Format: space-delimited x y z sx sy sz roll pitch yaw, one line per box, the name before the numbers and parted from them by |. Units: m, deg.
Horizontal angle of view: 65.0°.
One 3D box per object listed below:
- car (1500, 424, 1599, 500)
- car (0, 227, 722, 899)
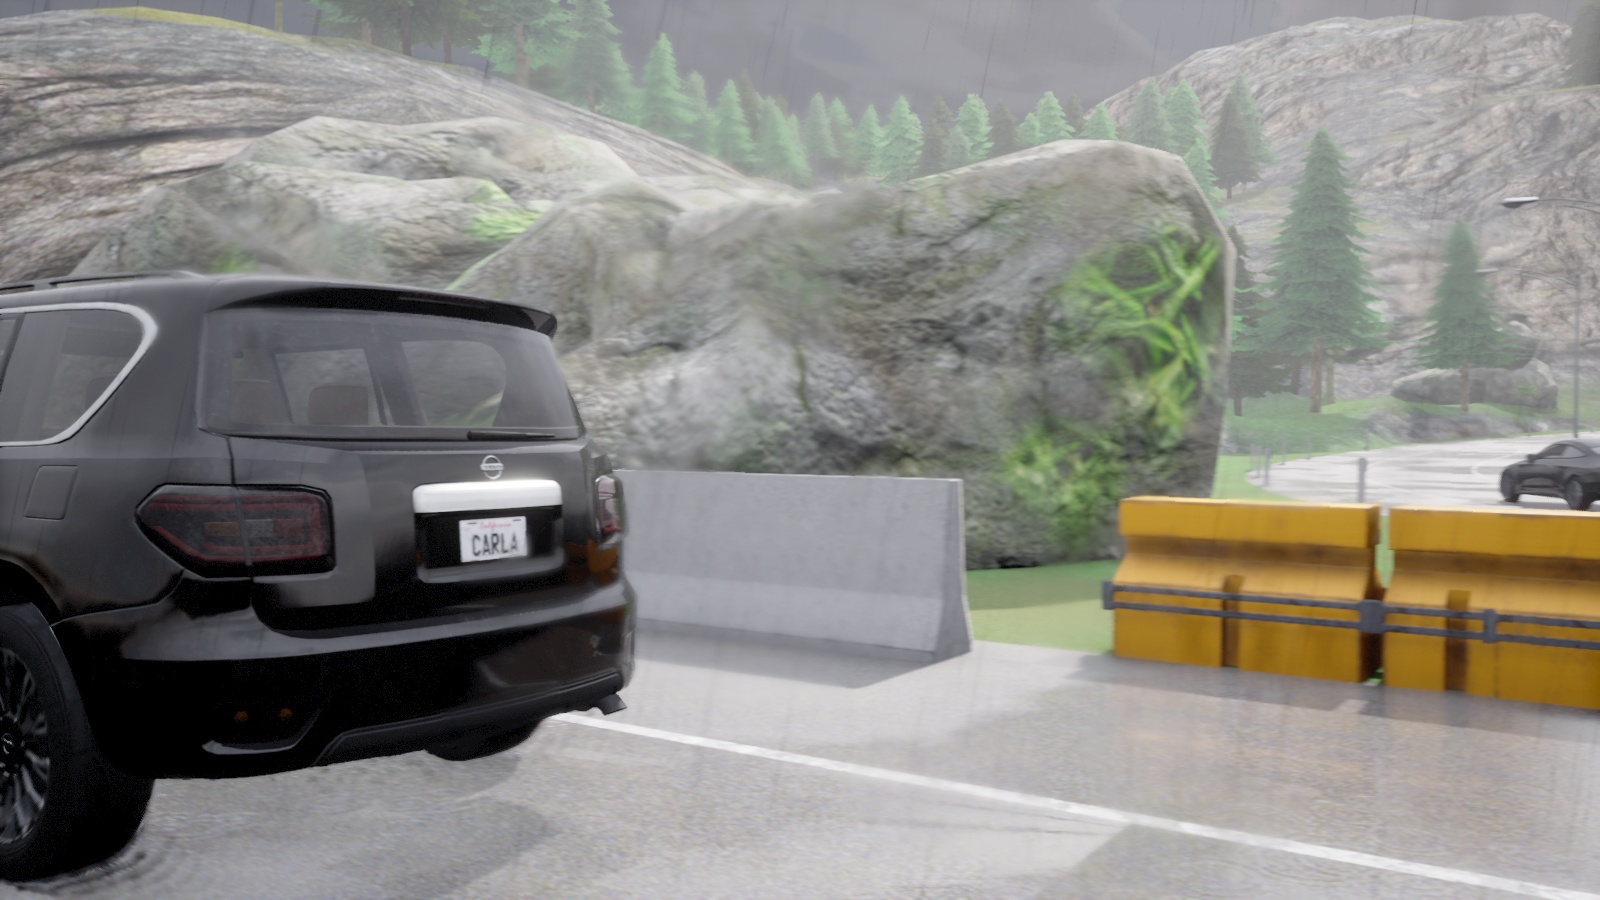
car | 16.602 0.192 26.130 1.812 1.442 4.674 -1 1 5
car | -3.241 0.419 5.772 5.566 2.045 2.150 0 1 34
